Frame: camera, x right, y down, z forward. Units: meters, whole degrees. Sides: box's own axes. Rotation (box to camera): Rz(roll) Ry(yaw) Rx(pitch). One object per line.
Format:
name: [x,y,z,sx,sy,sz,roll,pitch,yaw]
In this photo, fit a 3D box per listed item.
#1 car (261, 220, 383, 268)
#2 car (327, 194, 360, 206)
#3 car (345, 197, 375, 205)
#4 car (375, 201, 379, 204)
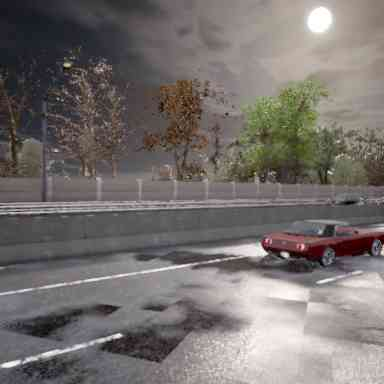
car: [4.631,1.608,11.343,4.718,1.301,1.895,0,0,-36]
car: [20.366,1.285,44.269,5.566,2.045,2.150,1,0,-35]
car: [21.179,1.657,40.566,4.718,1.301,1.895,0,0,-35]
car: [23.225,1.658,37.728,4.718,1.301,1.895,0,0,-35]
